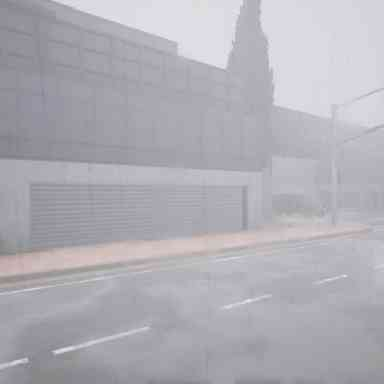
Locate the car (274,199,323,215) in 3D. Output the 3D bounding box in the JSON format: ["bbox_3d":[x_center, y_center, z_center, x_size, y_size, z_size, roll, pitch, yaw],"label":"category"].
[{"bbox_3d":[10.960,1.526,34.480,1.812,1.442,4.674,0,0,-37],"label":"car"}]

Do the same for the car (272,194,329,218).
[{"bbox_3d":[9.615,1.222,30.422,2.150,2.045,5.566,0,0,-37],"label":"car"}]
